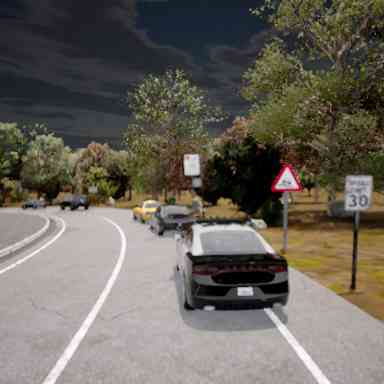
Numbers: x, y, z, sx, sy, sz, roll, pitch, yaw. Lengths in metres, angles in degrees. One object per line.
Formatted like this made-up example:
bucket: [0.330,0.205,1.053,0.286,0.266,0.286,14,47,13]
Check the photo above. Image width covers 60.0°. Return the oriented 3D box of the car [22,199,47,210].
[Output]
car: [-24.895,1.952,52.457,4.902,1.511,2.128,-3,3,35]

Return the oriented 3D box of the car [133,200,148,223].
car: [-3.102,1.334,24.326,1.801,1.575,5.366,-2,1,-20]

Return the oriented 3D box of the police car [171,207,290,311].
police car: [0.628,1.396,7.985,1.930,1.638,5.238,-1,0,-5]

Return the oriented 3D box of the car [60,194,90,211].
car: [-15.215,1.320,43.031,2.150,2.045,5.566,-5,2,-41]

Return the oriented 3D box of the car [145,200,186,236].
car: [-1.167,1.409,18.163,1.837,1.490,4.892,-1,1,-15]
